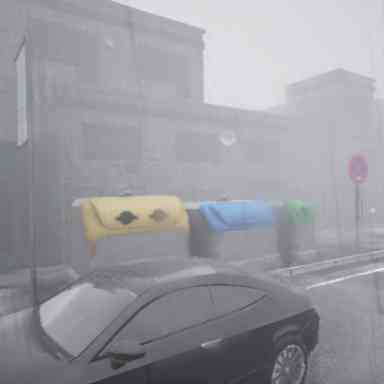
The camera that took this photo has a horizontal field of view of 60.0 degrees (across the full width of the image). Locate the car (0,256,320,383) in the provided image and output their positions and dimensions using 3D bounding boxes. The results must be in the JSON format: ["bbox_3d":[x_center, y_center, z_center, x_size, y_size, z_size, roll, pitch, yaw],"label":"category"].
[{"bbox_3d":[-0.542,1.509,3.519,4.674,1.442,1.812,0,0,-35],"label":"car"}]
